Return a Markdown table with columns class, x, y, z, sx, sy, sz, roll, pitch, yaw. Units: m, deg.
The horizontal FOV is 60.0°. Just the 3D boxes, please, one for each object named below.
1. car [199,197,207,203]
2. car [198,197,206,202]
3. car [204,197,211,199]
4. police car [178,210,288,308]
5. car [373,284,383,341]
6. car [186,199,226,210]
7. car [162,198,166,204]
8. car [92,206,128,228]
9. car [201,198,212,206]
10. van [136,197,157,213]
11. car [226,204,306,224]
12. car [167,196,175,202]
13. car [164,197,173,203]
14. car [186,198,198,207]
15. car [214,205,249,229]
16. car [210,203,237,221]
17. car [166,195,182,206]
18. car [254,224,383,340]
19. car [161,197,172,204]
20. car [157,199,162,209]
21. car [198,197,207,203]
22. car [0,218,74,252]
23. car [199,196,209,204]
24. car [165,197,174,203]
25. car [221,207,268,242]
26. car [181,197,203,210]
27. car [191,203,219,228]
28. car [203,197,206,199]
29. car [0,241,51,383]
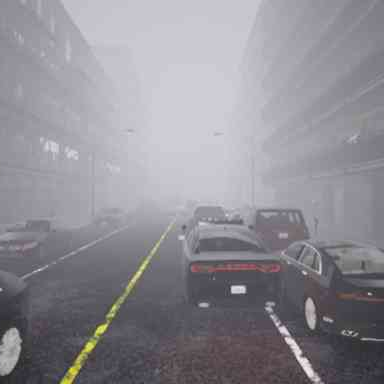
| class | x | y | z | sx | sy | sz | roll | pitch | yaw |
| --- | --- | --- | --- | --- | --- | --- | --- | --- | --- |
| car | 2.682 | 1.932 | 80.257 | 1.887 | 1.381 | 4.507 | 1 | 0 | 0 |
| car | 2.680 | 1.985 | 91.598 | 2.008 | 1.369 | 4.403 | 1 | 0 | 0 |
| car | 2.691 | 1.735 | 40.732 | 1.752 | 1.417 | 4.829 | 1 | 0 | 0 |
| police car | 0.695 | 1.470 | 8.241 | 1.930 | 1.638 | 5.238 | 0 | 0 | -2 |
| car | 2.699 | 1.556 | 0.866 | 2.008 | 1.369 | 4.403 | 1 | 0 | 0 |
| car | 0.860 | 1.448 | 18.115 | 2.097 | 1.767 | 4.553 | 0 | 0 | 0 |
| car | -5.692 | 1.814 | 51.963 | 2.008 | 1.369 | 4.403 | 1 | 0 | 0 |
| car | -5.686 | 1.690 | 23.607 | 1.947 | 1.339 | 4.313 | 1 | 0 | 0 |
| car | 2.687 | 1.895 | 63.246 | 1.802 | 1.307 | 4.206 | 1 | 0 | 0 |
| van | -5.686 | 1.550 | 40.622 | 1.690 | 1.788 | 3.998 | 1 | 0 | 0 |
| car | 2.700 | 1.381 | 12.209 | 2.192 | 1.841 | 5.009 | 1 | 0 | 0 |
| car | -5.699 | 1.875 | 91.663 | 1.967 | 1.590 | 4.097 | 1 | 0 | 0 |
| car | -5.697 | 1.912 | 80.150 | 1.752 | 1.417 | 4.829 | 1 | 0 | 0 |
| car | -0.015 | 1.855 | 58.322 | 1.994 | 1.385 | 4.181 | 0 | 0 | 0 |
| car | 2.694 | 1.668 | 23.549 | 1.887 | 1.381 | 4.507 | 1 | 0 | 0 |
| car | 2.693 | 1.697 | 29.220 | 1.887 | 1.381 | 4.507 | 1 | 0 | 0 |
| car | -3.016 | 1.526 | 61.321 | 2.150 | 2.045 | 5.566 | 0 | 0 | 0 |
| car | 2.698 | 1.587 | 6.536 | 2.008 | 1.369 | 4.403 | 1 | 0 | 0 |
| car | -5.697 | 1.929 | 74.649 | 1.947 | 1.339 | 4.313 | 1 | 0 | 0 |
| car | -5.691 | 1.781 | 46.291 | 1.887 | 1.381 | 4.507 | 1 | 0 | 0 |
| car | 2.681 | 1.962 | 85.927 | 2.008 | 1.369 | 4.403 | 1 | 0 | 0 |
| car | -5.684 | 1.648 | 12.263 | 1.802 | 1.307 | 4.206 | 1 | 0 | 0 |
| car | 2.685 | 1.803 | 74.586 | 1.967 | 1.590 | 4.097 | 1 | 0 | 0 |
| car | -5.699 | 1.962 | 85.991 | 2.008 | 1.369 | 4.403 | 1 | 0 | 0 |
| car | 2.696 | 1.621 | 18.049 | 1.752 | 1.417 | 4.829 | 1 | 0 | 0 |
| car | -0.001 | 1.720 | 44.712 | 2.128 | 1.511 | 4.902 | 0 | 0 | 0 |
| car | 0.838 | 1.632 | 24.145 | 1.837 | 1.490 | 4.892 | 0 | 0 | 0 |
| car | 2.688 | 1.728 | 57.575 | 1.967 | 1.590 | 4.097 | 1 | 0 | 0 |
| car | -3.103 | 1.520 | 2.631 | 1.837 | 1.490 | 4.892 | 0 | 0 | 0 |
